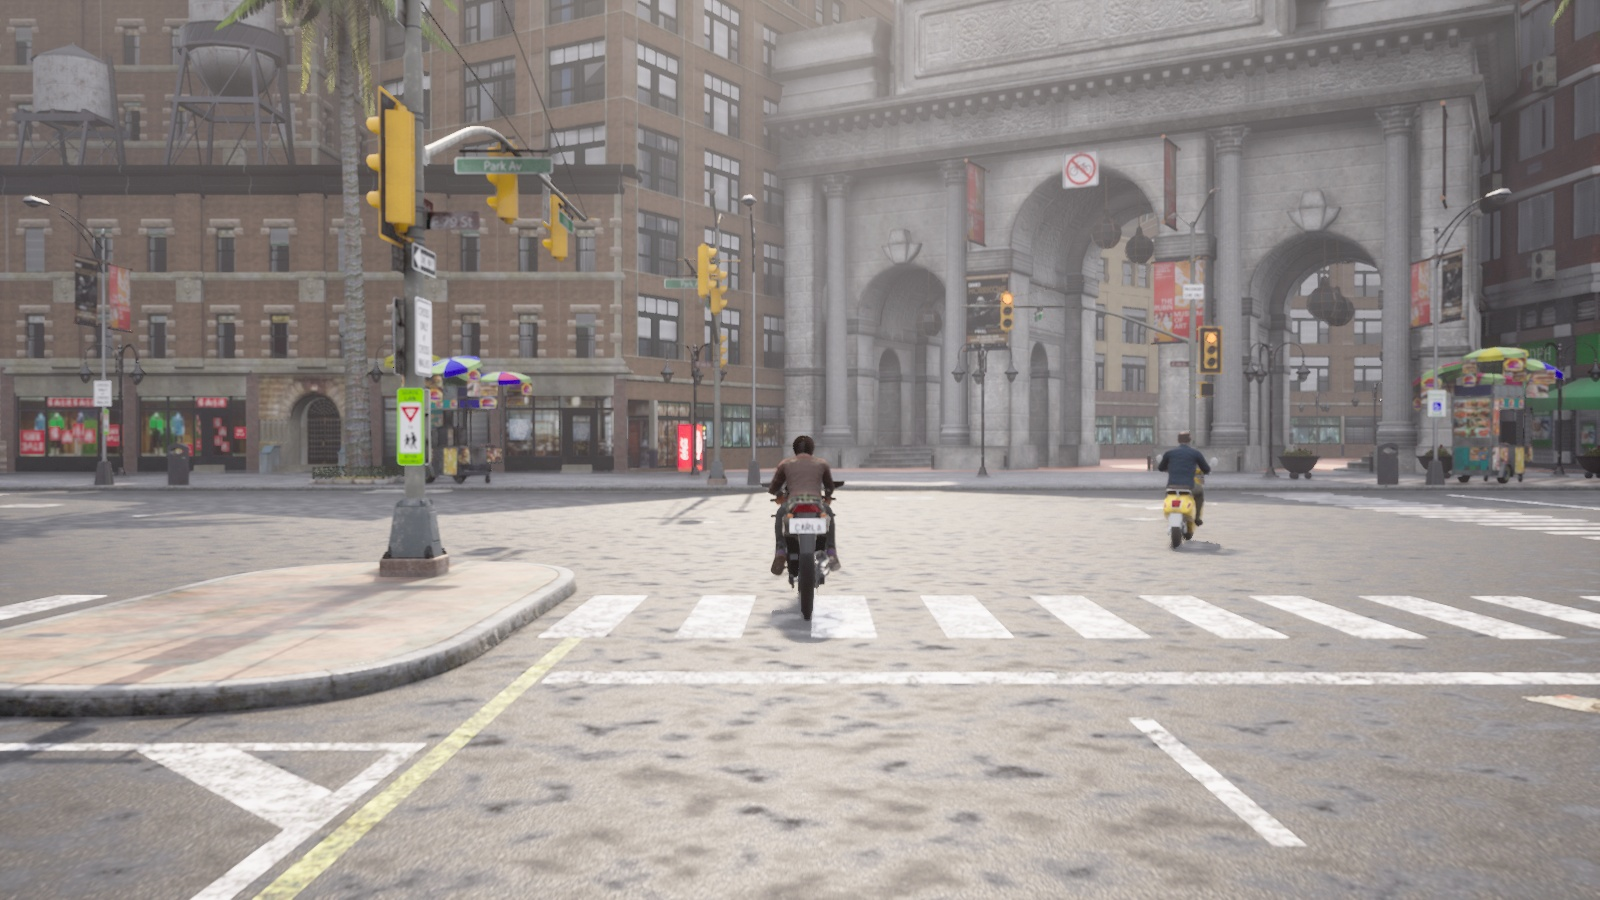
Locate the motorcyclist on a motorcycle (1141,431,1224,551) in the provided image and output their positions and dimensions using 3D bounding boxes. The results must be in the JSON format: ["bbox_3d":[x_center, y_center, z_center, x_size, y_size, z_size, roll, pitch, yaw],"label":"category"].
[{"bbox_3d":[5.432,0.536,17.751,0.866,1.590,1.817,1,1,24],"label":"motorcyclist on a motorcycle"}]

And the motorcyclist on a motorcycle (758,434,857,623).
[{"bbox_3d":[0.039,0.623,11.169,0.797,1.523,2.044,0,1,-1],"label":"motorcyclist on a motorcycle"}]
